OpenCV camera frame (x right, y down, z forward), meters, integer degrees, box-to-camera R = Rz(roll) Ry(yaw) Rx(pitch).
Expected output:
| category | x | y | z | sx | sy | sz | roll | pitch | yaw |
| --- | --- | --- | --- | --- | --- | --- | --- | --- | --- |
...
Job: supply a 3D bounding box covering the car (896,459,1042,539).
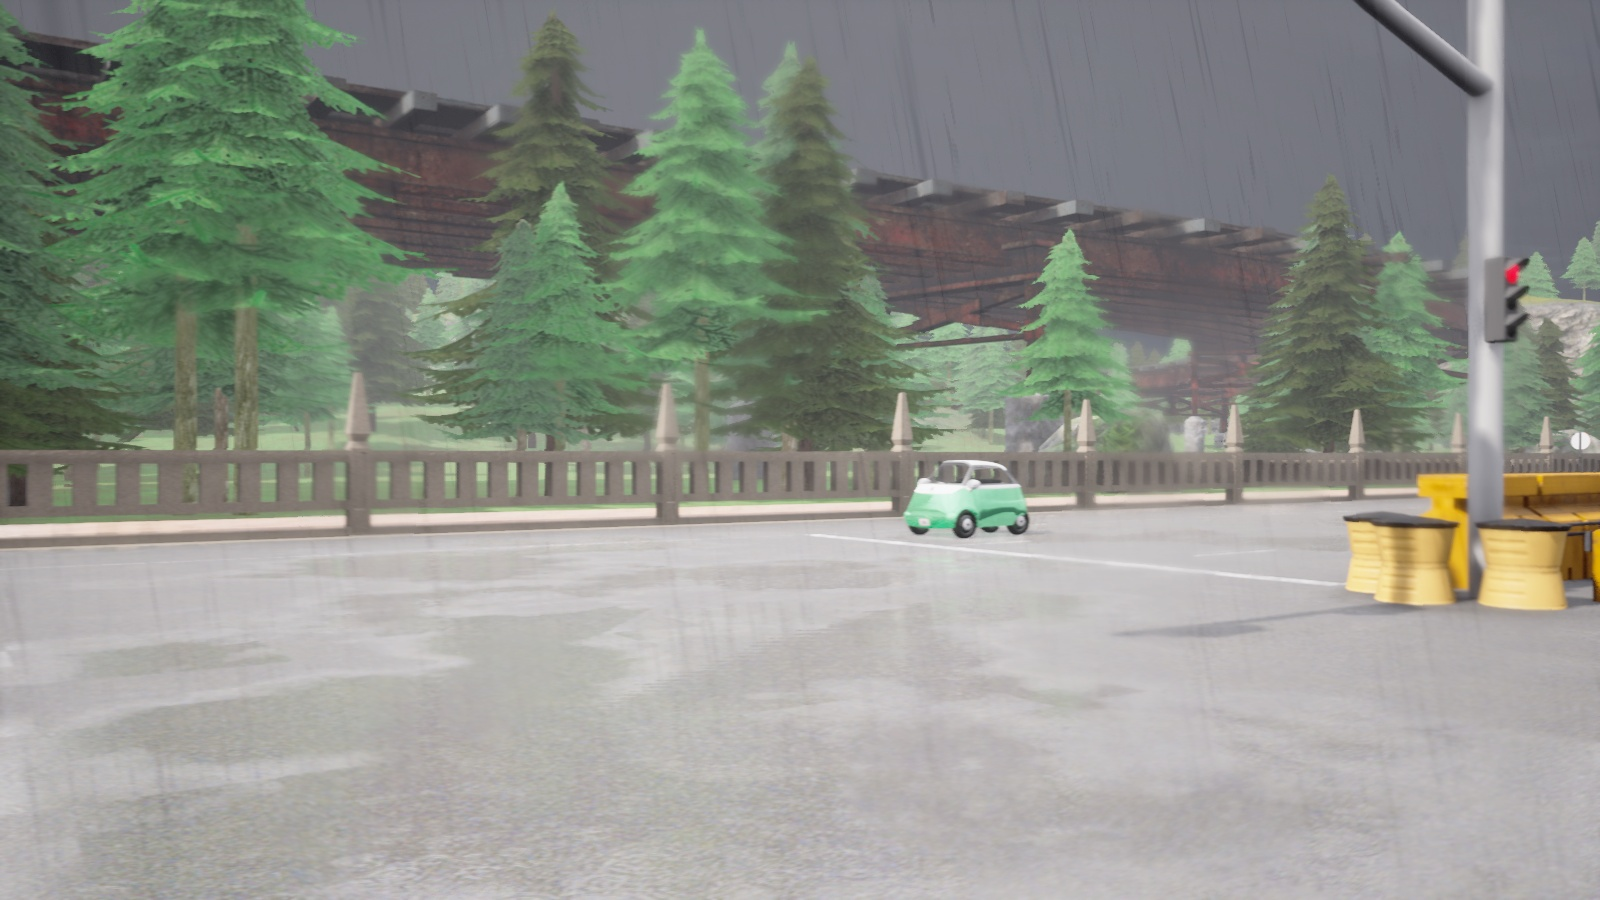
| category | x | y | z | sx | sy | sz | roll | pitch | yaw |
| --- | --- | --- | --- | --- | --- | --- | --- | --- | --- |
| car | 3.070 | 0.849 | 22.853 | 2.207 | 1.376 | 1.481 | 0 | 0 | -35 |
